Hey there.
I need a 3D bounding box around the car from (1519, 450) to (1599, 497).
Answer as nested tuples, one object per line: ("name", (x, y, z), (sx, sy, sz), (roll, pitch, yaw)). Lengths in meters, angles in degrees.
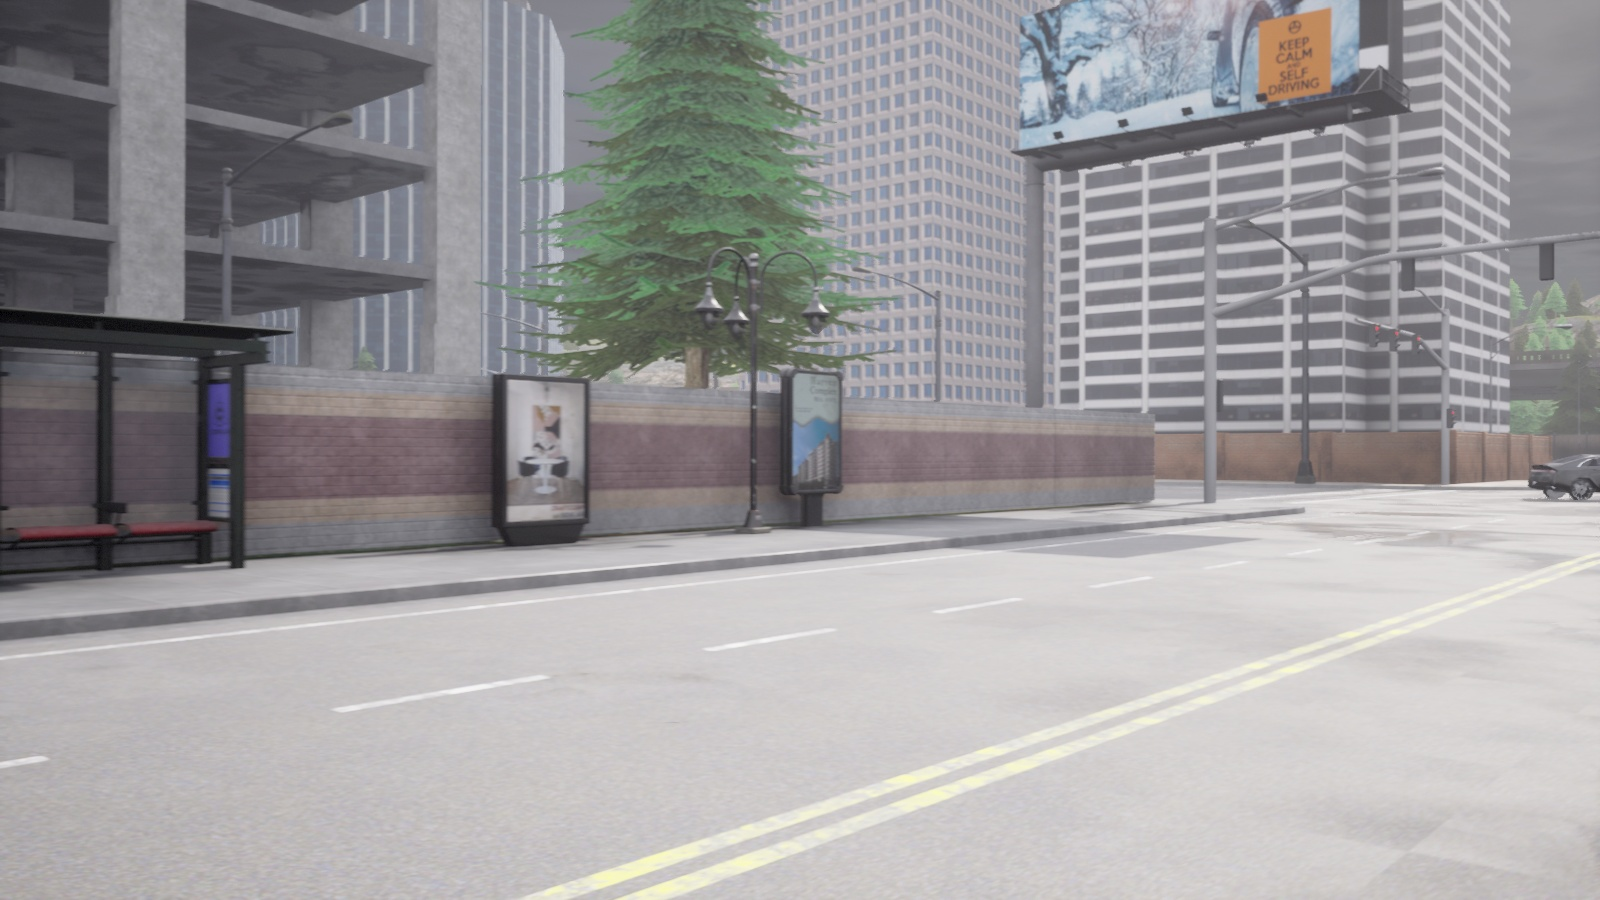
("car", (26.533, 0.746, 40.985), (4.902, 1.511, 2.128), (0, 0, 4))
